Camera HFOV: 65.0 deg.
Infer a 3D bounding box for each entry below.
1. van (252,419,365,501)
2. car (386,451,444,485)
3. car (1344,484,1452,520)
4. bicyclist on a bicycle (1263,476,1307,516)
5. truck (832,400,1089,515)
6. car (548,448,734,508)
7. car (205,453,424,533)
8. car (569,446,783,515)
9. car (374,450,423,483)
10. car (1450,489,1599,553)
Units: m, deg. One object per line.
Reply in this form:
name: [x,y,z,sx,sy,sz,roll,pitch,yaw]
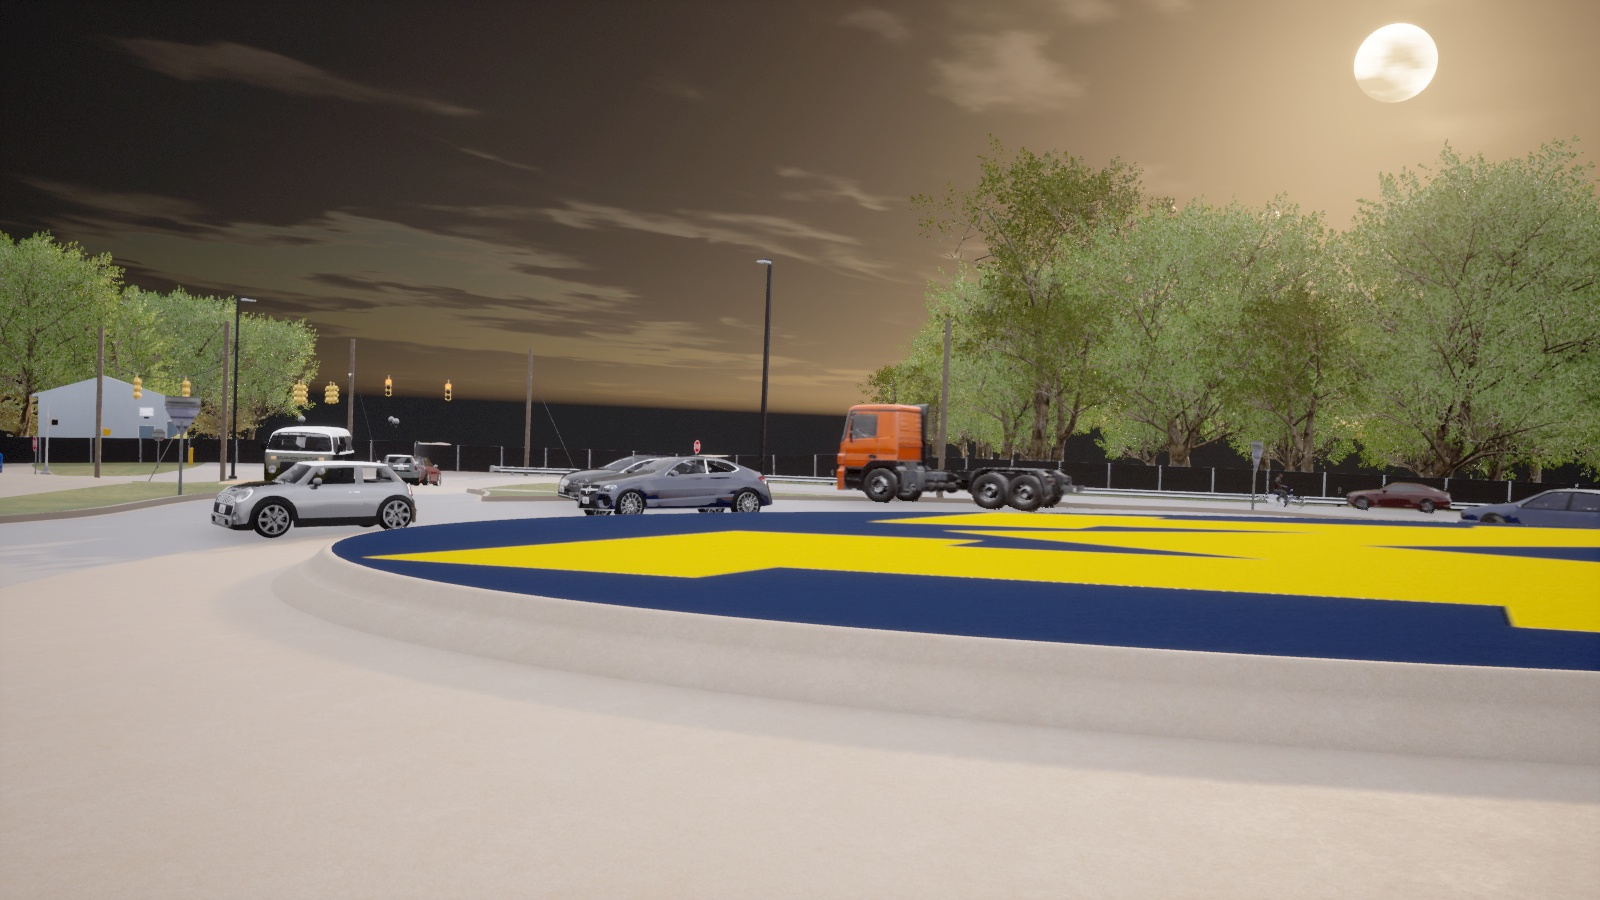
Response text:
van: [-13.515,0.253,34.792,2.069,2.038,4.480,3,0,-11]
car: [-21.367,1.013,69.833,2.097,1.767,4.553,3,-1,-5]
car: [29.164,2.514,61.310,4.674,1.442,1.812,2,1,27]
bicyclist on a bicycle: [23.300,2.198,60.356,1.843,1.776,0.659,2,1,27]
truck: [5.359,0.189,42.301,7.936,3.462,2.891,2,0,27]
car: [-4.634,0.829,36.849,4.902,1.511,2.128,2,2,-30]
car: [-10.113,0.857,26.276,3.806,1.475,1.970,1,2,-40]
car: [-3.144,0.800,32.223,5.027,1.651,2.152,2,-1,-33]
car: [-19.596,0.793,61.196,1.970,1.475,3.806,2,-1,-22]
car: [20.489,1.891,33.316,2.033,1.411,5.357,1,1,-40]
